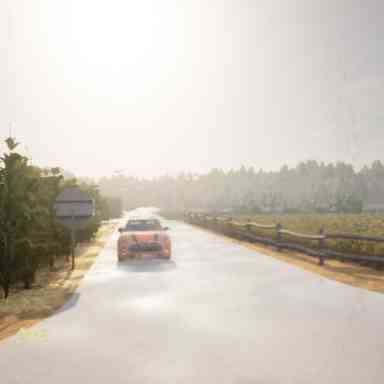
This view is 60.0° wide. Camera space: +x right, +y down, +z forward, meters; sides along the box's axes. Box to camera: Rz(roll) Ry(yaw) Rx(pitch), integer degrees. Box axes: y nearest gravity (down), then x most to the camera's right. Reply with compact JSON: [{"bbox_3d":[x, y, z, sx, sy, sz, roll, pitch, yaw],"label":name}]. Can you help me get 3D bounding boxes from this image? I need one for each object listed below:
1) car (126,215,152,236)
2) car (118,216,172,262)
[{"bbox_3d":[-4.286,2.624,26.850,1.895,1.301,4.718,0,-2,-10],"label":"car"},{"bbox_3d":[-2.136,1.918,14.730,2.097,1.767,4.553,0,-2,-10],"label":"car"}]
